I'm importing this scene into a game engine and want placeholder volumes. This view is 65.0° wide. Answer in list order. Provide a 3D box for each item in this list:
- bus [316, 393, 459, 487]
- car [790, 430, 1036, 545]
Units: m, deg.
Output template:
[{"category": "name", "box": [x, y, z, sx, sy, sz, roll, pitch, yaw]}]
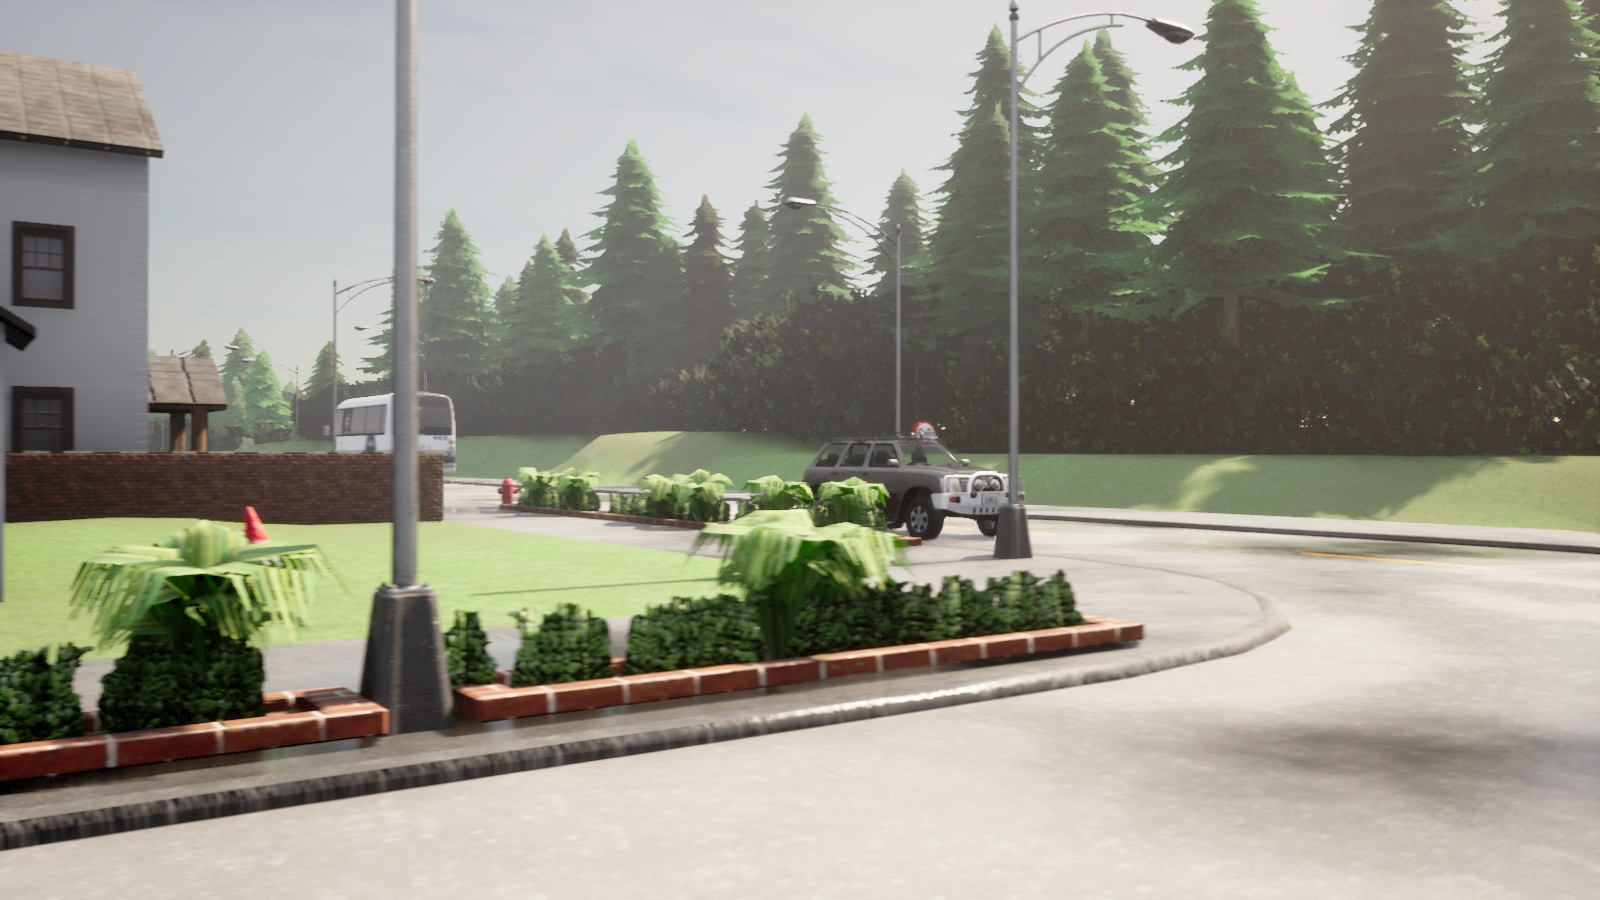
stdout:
[{"category": "bus", "box": [-20.598, -0.435, 62.169, 3.944, 4.253, 10.273, 0, 0, -35]}, {"category": "car", "box": [1.918, 0.613, 22.759, 1.932, 1.855, 4.605, 0, 0, -35]}]
